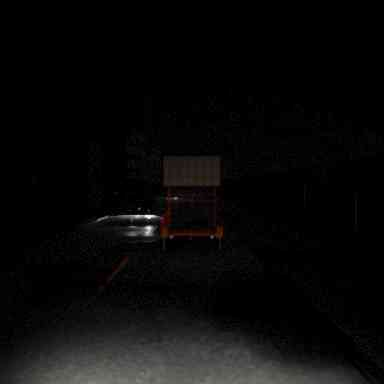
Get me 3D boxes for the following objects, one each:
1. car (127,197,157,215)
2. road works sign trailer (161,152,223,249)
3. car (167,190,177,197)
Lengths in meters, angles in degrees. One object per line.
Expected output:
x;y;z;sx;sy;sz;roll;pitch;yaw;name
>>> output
-4.083;1.082;27.630;1.994;1.385;4.181;0;1;0;car
0.001;0.231;13.283;2.380;3.560;2.880;0;1;0;road works sign trailer
-3.996;0.252;69.059;1.812;1.442;4.674;0;1;0;car
